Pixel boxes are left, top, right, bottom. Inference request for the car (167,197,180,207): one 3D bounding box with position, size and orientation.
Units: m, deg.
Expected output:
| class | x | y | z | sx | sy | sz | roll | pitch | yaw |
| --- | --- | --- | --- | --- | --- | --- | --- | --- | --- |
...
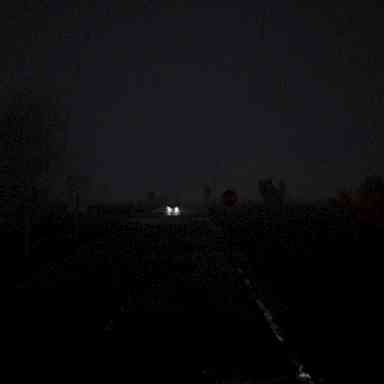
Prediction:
| class | x | y | z | sx | sy | sz | roll | pitch | yaw |
| --- | --- | --- | --- | --- | --- | --- | --- | --- | --- |
| car | -2.745 | 1.459 | 49.944 | 2.128 | 1.511 | 4.902 | 0 | 0 | 0 |
